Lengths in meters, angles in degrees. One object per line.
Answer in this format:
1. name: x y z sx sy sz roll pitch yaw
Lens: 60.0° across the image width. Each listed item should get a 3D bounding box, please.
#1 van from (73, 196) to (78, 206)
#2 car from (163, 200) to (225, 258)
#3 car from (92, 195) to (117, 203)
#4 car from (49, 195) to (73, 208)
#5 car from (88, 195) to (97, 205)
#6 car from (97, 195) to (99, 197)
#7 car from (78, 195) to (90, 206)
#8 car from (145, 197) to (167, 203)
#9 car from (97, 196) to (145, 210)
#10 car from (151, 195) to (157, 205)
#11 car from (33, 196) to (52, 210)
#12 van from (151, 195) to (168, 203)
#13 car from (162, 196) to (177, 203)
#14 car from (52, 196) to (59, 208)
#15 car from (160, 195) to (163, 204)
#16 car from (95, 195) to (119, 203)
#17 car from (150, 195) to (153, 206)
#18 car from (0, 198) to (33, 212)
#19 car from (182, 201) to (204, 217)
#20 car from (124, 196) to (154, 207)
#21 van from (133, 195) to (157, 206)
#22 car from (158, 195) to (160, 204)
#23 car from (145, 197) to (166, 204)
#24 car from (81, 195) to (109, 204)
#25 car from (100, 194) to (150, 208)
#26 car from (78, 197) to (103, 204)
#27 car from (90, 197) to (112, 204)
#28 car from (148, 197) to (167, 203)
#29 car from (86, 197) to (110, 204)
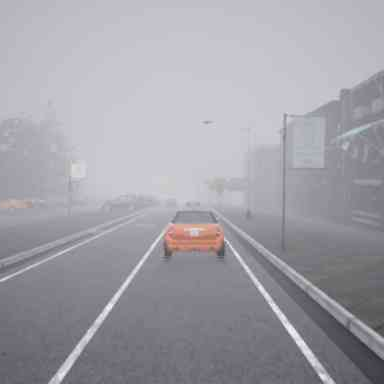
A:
1. van: -22.049 1.478 55.535 4.442 1.987 1.878 0 -1 0
2. car: 0.083 1.381 13.122 2.097 1.767 4.553 0 0 0
3. car: -21.940 1.810 83.386 5.566 2.045 2.435 0 -1 0
4. car: -21.900 1.548 52.754 4.553 1.767 2.185 0 -1 0
5. car: -21.755 1.803 63.889 5.366 1.575 1.946 0 -1 0
6. car: -21.939 1.840 66.675 5.008 1.535 2.097 0 -1 0
7. car: -21.935 1.812 61.104 4.674 1.452 2.002 0 -1 0
8. car: -9.075 2.058 83.625 5.366 1.575 1.946 0 -1 0
9. car: -8.848 1.574 41.586 4.892 1.521 2.231 0 0 0
10. car: -8.880 1.419 52.799 5.566 2.045 2.435 0 -1 0
11. car: -21.937 1.595 44.397 5.008 1.535 2.097 0 0 0
12. van: -8.781 1.921 89.235 4.442 1.987 1.878 0 -1 0
13. car: -3.258 1.713 53.244 1.837 1.490 4.892 0 -1 0
14. car: -21.933 1.659 47.184 4.674 1.452 2.002 0 0 0
15. car: -8.859 1.837 66.810 5.008 1.535 2.097 0 -1 0
16. car: -21.945 1.851 86.047 5.566 2.045 2.435 0 -1 0
17. car: -8.857 1.641 49.991 4.892 1.521 2.231 0 -1 0
18. car: -21.929 1.561 38.829 5.008 1.535 2.097 0 0 0
19. car: 0.094 1.622 33.362 2.033 1.411 5.357 0 0 0
20. car: -8.821 1.575 55.598 4.553 1.767 2.185 0 -1 0
21. van: -8.977 1.577 64.010 4.442 1.987 1.878 0 -1 0
22. car: -8.852 1.770 61.204 4.892 1.521 2.231 0 -1 0
23. car: -8.880 2.019 80.826 5.008 1.535 2.097 0 -1 0
24. car: -21.929 1.692 75.031 5.566 2.045 2.435 0 -1 0
25. car: -8.881 1.341 44.389 5.566 2.045 2.435 0 0 0
26. car: -21.981 1.937 72.245 4.792 1.488 2.163 0 -1 0
27. car: -21.962 2.059 80.474 4.674 1.452 2.002 0 -1 0
28. car: -8.923 2.133 86.428 4.792 1.488 2.163 0 -1 0
29. car: -21.955 1.982 77.814 5.008 1.535 2.097 0 -1 0
